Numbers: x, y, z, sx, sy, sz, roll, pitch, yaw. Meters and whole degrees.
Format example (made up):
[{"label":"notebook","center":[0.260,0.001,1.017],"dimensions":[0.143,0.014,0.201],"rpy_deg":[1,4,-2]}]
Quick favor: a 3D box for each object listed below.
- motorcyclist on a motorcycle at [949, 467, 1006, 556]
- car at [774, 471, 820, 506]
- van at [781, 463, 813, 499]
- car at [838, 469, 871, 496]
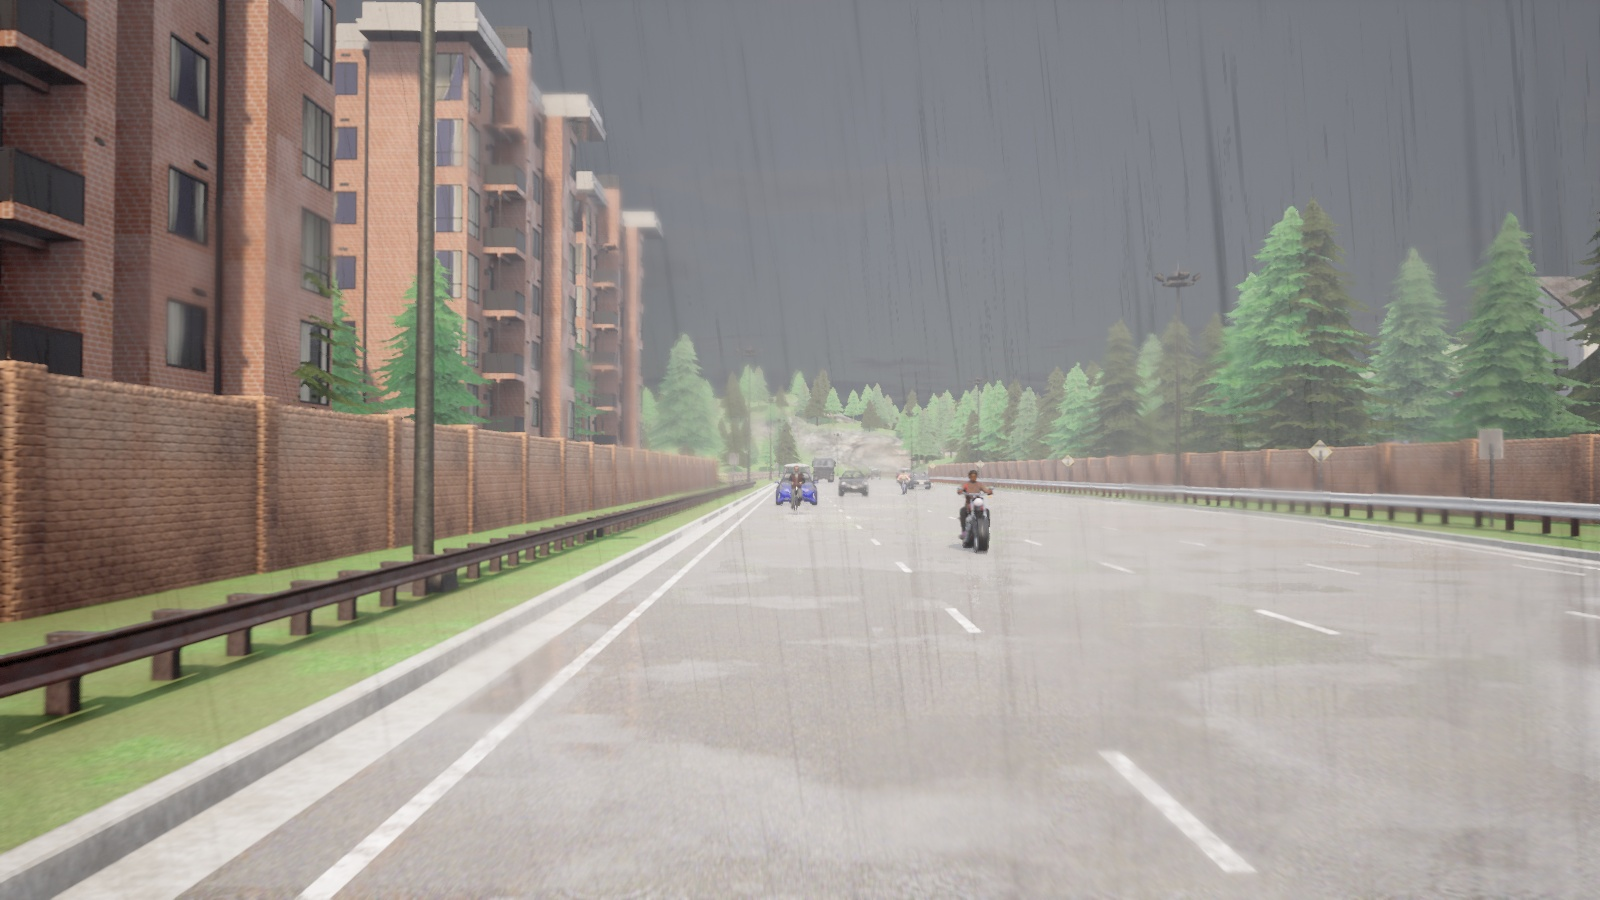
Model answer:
[{"label":"motorcyclist on a motorcycle","center":[3.440,1.163,24.579],"dimensions":[0.766,1.649,2.350],"rpy_deg":[0,-1,0]},{"label":"car","center":[-0.141,1.729,57.763],"dimensions":[2.007,1.525,4.514],"rpy_deg":[0,-1,0]},{"label":"van","center":[-0.180,1.799,73.500],"dimensions":[1.775,1.987,4.442],"rpy_deg":[0,-1,0]},{"label":"car","center":[3.313,1.986,76.857],"dimensions":[1.851,1.617,3.988],"rpy_deg":[0,-1,0]}]
